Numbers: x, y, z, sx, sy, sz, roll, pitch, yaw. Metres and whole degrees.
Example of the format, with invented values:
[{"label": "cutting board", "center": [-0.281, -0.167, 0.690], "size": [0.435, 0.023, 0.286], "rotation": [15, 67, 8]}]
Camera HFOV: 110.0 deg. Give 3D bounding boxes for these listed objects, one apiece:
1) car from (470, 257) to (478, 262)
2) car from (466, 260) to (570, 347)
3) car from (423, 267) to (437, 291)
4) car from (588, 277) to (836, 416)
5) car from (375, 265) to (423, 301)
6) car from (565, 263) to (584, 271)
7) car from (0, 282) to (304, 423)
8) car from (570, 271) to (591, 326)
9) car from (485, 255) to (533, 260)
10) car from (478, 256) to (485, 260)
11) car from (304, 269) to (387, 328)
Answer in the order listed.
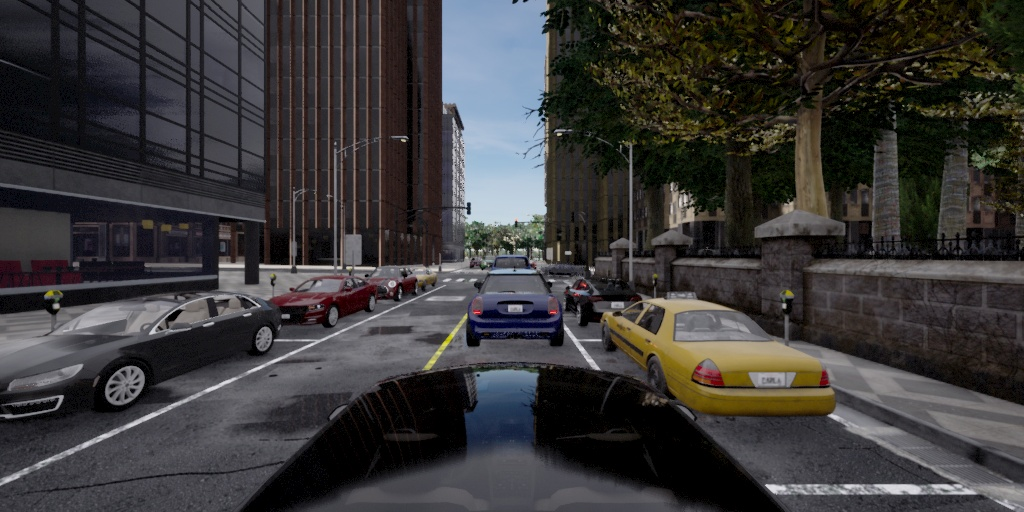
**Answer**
[{"label": "car", "center": [-5.851, 1.071, 59.709], "size": [2.192, 1.841, 5.009], "rotation": [0, 0, 0]}, {"label": "car", "center": [0.041, 1.101, 9.506], "size": [2.097, 1.767, 4.553], "rotation": [0, 0, -1]}, {"label": "car", "center": [-5.794, 1.274, 22.131], "size": [1.751, 1.417, 4.829], "rotation": [0, 0, 0]}, {"label": "car", "center": [2.756, 1.275, 6.116], "size": [1.751, 1.417, 4.829], "rotation": [0, 0, 0]}, {"label": "car", "center": [-5.786, 1.189, 16.845], "size": [1.967, 1.591, 4.097], "rotation": [0, 0, 0]}, {"label": "car", "center": [5.064, 1.421, 37.015], "size": [5.357, 1.411, 2.033], "rotation": [1, 0, 0]}, {"label": "car", "center": [-5.769, 1.300, 5.931], "size": [2.007, 1.370, 4.403], "rotation": [0, 0, 0]}, {"label": "car", "center": [2.747, 1.315, 11.403], "size": [1.948, 1.339, 4.313], "rotation": [0, 0, 0]}, {"label": "car", "center": [-0.021, 0.970, 18.941], "size": [2.150, 2.045, 5.566], "rotation": [0, 0, 0]}, {"label": "car", "center": [-3.178, 0.975, 51.183], "size": [2.150, 2.045, 5.566], "rotation": [0, 0, 0]}, {"label": "car", "center": [-5.778, 1.294, 11.388], "size": [1.888, 1.381, 4.507], "rotation": [0, 0, 0]}]
